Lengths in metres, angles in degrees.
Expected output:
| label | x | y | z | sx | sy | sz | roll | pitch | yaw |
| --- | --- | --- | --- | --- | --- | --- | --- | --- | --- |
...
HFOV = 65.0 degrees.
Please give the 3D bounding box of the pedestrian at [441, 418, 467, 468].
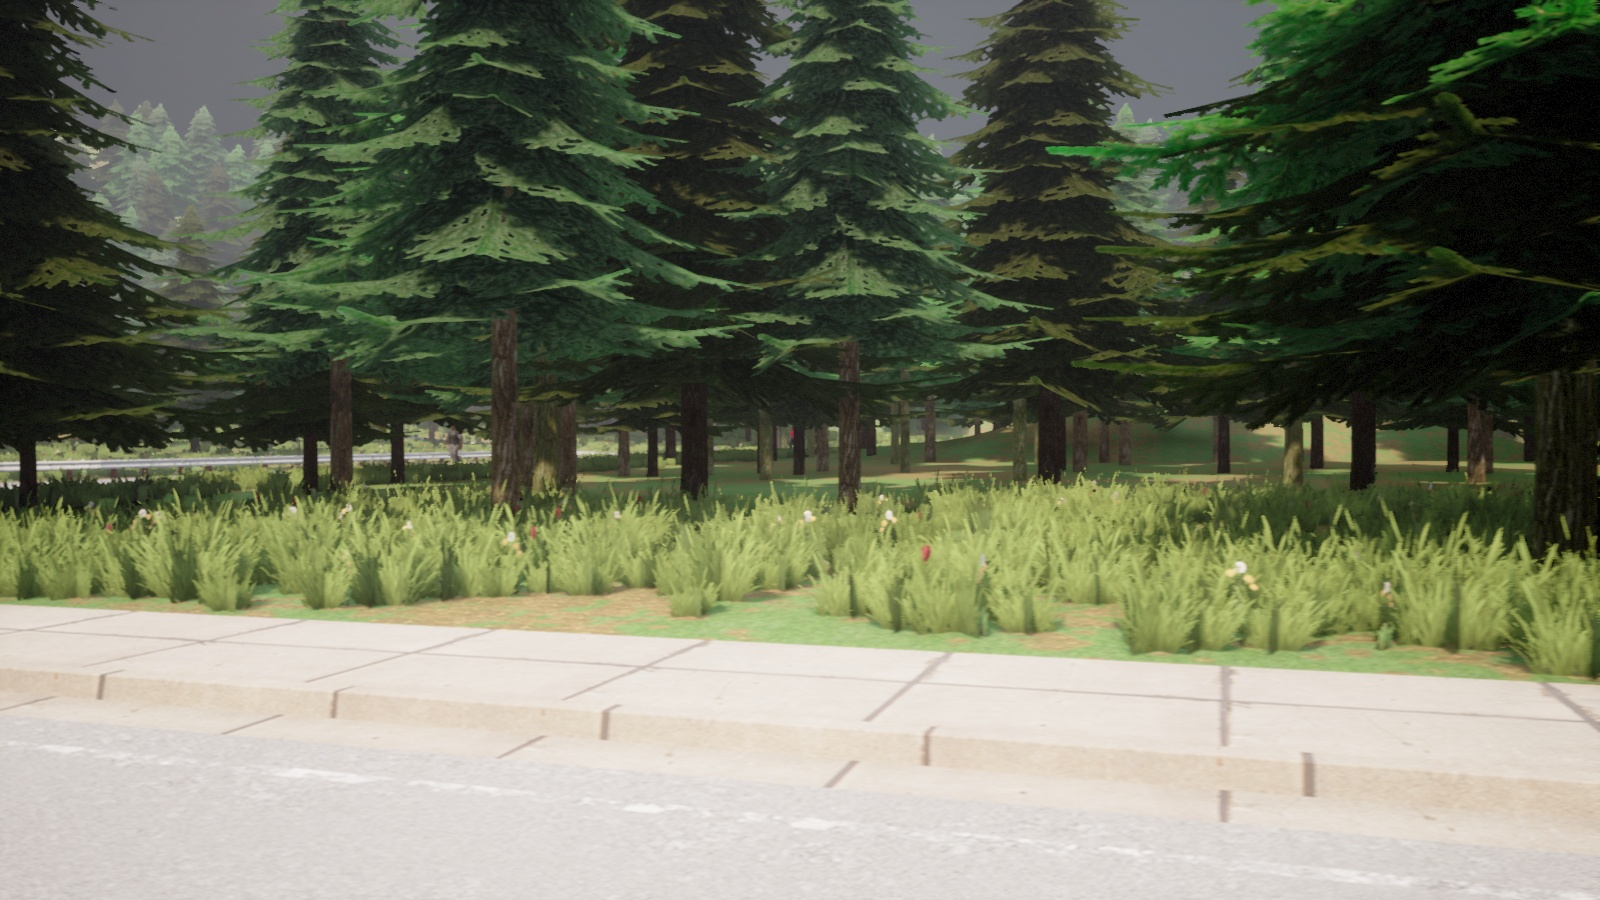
| label | x | y | z | sx | sy | sz | roll | pitch | yaw |
| --- | --- | --- | --- | --- | --- | --- | --- | --- | --- |
| pedestrian | -13.105 | -0.267 | 47.617 | 0.563 | 1.883 | 0.849 | 0 | 1 | 19 |
